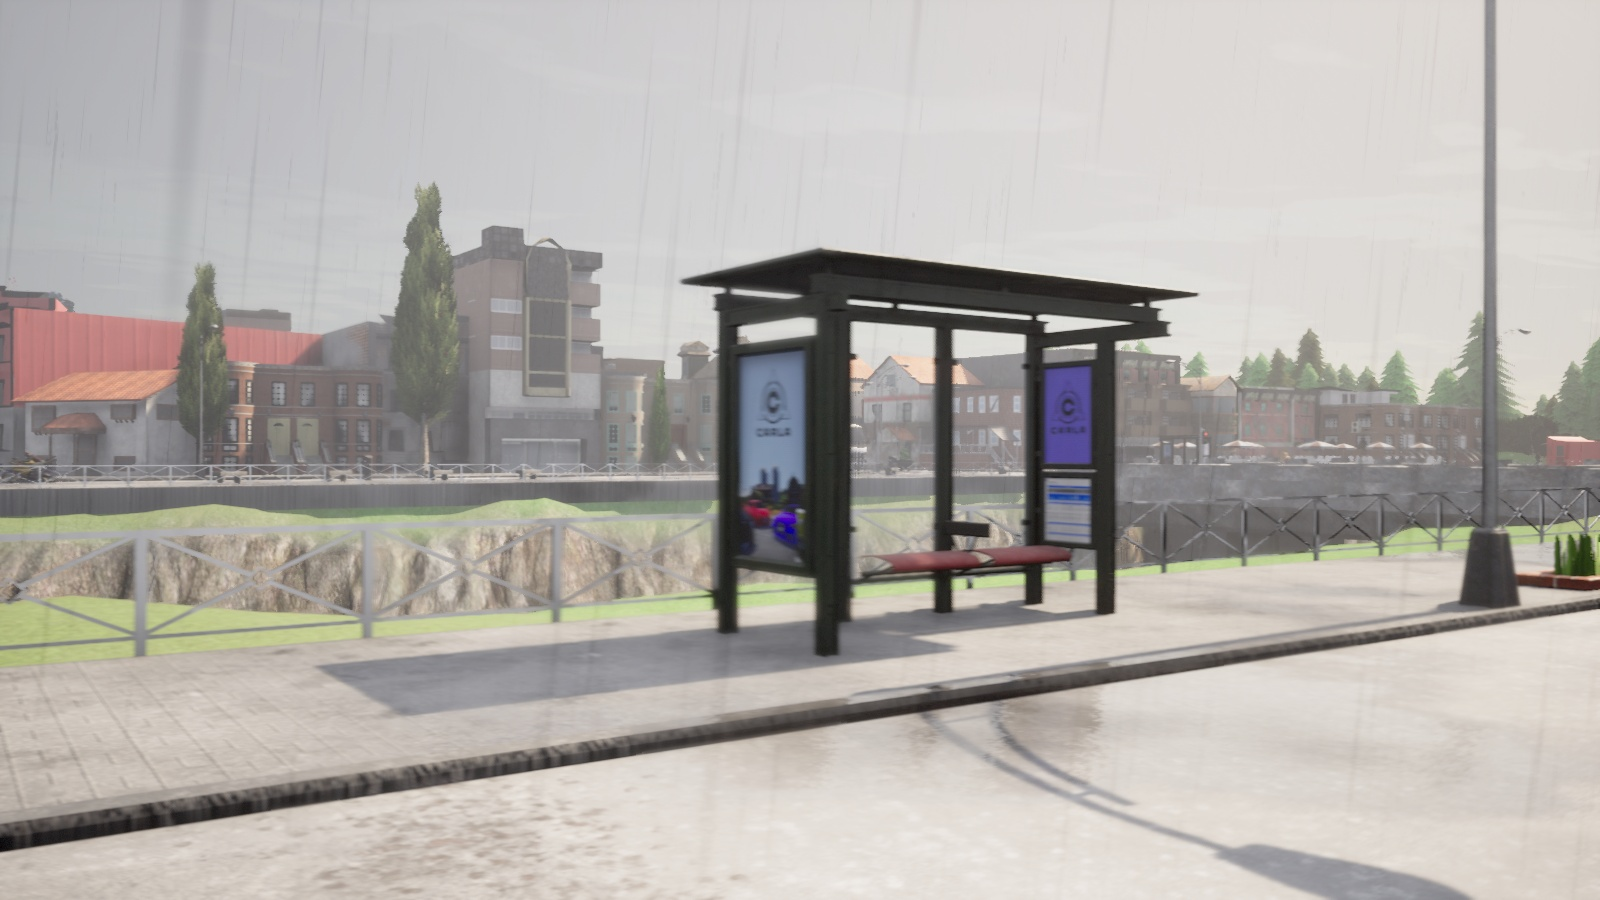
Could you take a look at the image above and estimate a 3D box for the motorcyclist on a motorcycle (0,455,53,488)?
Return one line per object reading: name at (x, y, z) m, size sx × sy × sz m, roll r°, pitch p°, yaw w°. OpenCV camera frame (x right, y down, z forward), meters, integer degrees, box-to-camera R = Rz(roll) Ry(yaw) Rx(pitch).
motorcyclist on a motorcycle at (-36.384, 1.001, 58.998) m, size 2.191 × 1.530 × 0.866 m, roll 0°, pitch 0°, yaw -35°
